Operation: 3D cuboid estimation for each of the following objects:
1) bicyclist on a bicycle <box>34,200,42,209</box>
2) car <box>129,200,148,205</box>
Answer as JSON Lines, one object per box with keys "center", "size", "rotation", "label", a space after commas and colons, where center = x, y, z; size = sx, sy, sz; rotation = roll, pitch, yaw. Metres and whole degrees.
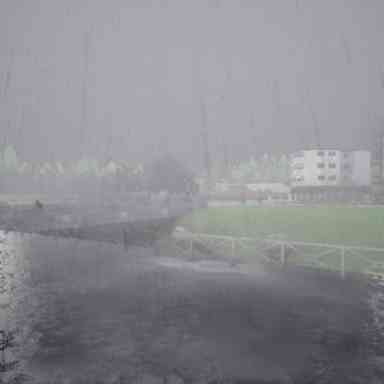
{"center": [-16.465, 1.667, 35.641], "size": [1.656, 1.620, 0.582], "rotation": [-1, -1, 35], "label": "bicyclist on a bicycle"}
{"center": [-8.820, 1.922, 53.770], "size": [1.994, 1.385, 4.181], "rotation": [-1, 0, 35], "label": "car"}
